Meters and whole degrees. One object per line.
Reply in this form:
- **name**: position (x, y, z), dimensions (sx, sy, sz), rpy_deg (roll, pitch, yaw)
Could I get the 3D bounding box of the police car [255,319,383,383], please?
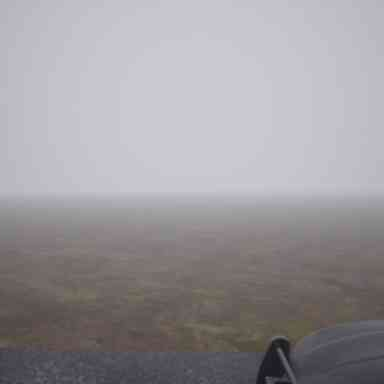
- **police car**: position (3.135, 1.415, 2.378), dimensions (5.238, 1.638, 1.930), rpy_deg (0, 0, 2)
